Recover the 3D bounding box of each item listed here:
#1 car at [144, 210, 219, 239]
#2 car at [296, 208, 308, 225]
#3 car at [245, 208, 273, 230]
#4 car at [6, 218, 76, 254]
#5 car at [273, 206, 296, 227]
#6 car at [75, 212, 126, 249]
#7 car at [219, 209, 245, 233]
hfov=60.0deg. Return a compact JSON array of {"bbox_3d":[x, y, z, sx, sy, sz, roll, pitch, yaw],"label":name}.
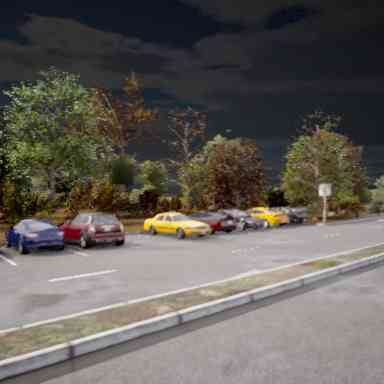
[{"bbox_3d":[-1.040,1.999,21.092,1.946,1.575,5.366,0,-2,-39],"label":"car"},{"bbox_3d":[7.383,1.986,28.200,2.231,1.521,4.892,0,-1,-39],"label":"car"},{"bbox_3d":[3.108,2.002,24.726,2.231,1.521,4.892,0,-1,-39],"label":"car"},{"bbox_3d":[-7.557,2.027,16.006,2.002,1.452,4.674,0,-2,-39],"label":"car"},{"bbox_3d":[5.248,1.994,26.458,2.097,1.535,5.008,0,-1,-39],"label":"car"},{"bbox_3d":[-5.402,1.874,17.734,2.185,1.767,4.553,0,-2,-39],"label":"car"},{"bbox_3d":[0.963,2.037,23.004,2.163,1.488,4.792,0,-2,-39],"label":"car"}]
